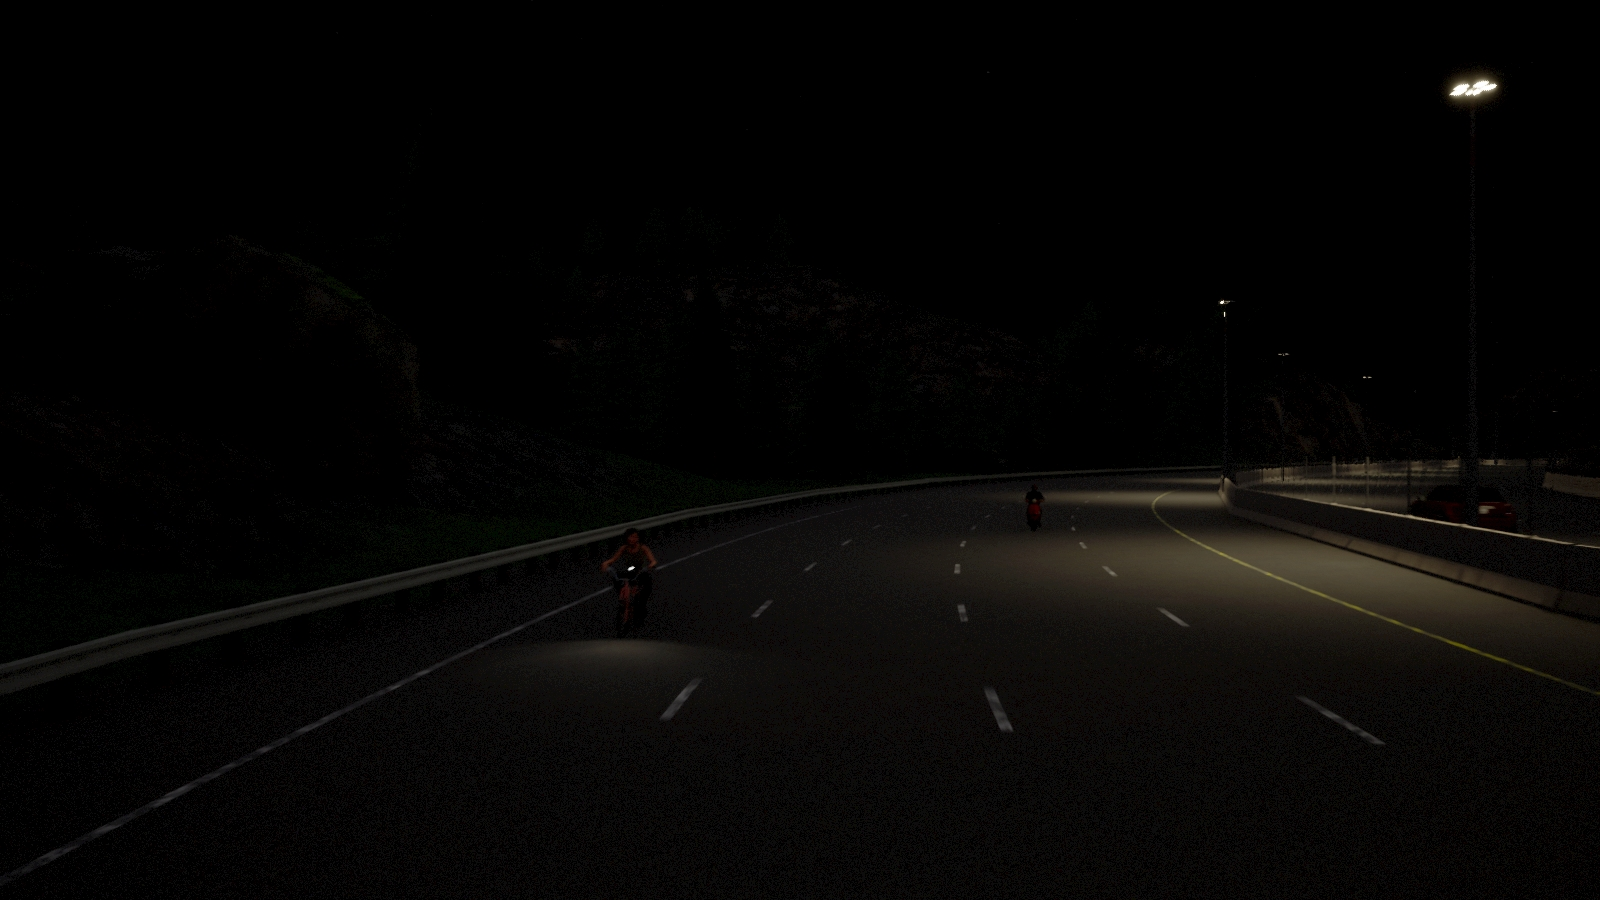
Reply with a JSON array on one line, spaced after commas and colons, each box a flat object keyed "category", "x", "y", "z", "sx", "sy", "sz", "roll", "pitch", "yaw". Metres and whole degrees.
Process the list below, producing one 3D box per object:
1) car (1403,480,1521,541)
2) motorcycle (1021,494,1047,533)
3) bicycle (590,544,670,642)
[{"category": "car", "x": 21.843, "y": 1.937, "z": 37.907, "sx": 2.097, "sy": 1.767, "sz": 4.553, "roll": 0, "pitch": 0, "yaw": 12}, {"category": "motorcycle", "x": 8.153, "y": 2.193, "z": 39.778, "sx": 0.856, "sy": 1.236, "sz": 1.805, "roll": 0, "pitch": 0, "yaw": 13}, {"category": "bicycle", "x": -2.575, "y": 2.145, "z": 17.423, "sx": 0.859, "sy": 1.295, "sz": 1.487, "roll": 0, "pitch": 0, "yaw": 6}]
